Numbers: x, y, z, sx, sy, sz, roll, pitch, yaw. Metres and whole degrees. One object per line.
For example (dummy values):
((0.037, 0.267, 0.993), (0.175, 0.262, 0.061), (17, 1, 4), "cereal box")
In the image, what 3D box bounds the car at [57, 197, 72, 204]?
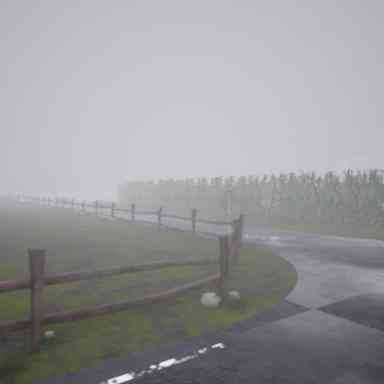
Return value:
((-22.527, 1.504, 58.568), (1.895, 1.301, 4.718), (2, -1, -35), "car")

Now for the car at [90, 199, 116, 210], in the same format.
((-11.557, 1.582, 42.828), (1.895, 1.301, 4.718), (2, -1, -35), "car")
